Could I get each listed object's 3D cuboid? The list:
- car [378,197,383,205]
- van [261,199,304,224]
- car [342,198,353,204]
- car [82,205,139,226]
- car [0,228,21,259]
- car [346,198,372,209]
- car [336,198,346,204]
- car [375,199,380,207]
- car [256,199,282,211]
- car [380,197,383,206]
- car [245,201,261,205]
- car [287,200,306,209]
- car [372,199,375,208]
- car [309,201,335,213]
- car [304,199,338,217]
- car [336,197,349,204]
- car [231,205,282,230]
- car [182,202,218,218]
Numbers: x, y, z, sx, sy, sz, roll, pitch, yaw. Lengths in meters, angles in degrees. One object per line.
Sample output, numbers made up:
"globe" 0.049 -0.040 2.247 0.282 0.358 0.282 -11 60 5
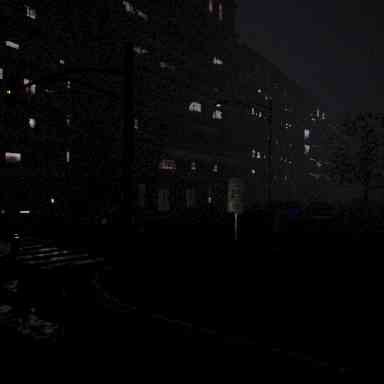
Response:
"car" 47.021 2.149 81.079 2.192 1.841 5.009 1 0 36
"van" 7.613 1.646 27.637 1.690 1.788 3.998 1 0 36
"car" 40.178 2.218 85.921 1.752 1.417 4.829 1 0 36
"car" -5.697 1.624 23.710 2.008 1.369 4.403 1 0 36
"car" -8.160 1.495 10.646 1.882 1.535 5.008 0 -1 36
"car" 27.317 1.890 54.358 2.192 1.841 5.009 1 0 36
"car" 33.710 2.174 77.151 1.947 1.339 4.313 1 0 36
"car" 33.882 2.102 63.265 1.967 1.590 4.097 1 0 36
"car" 10.724 1.741 45.977 1.967 1.590 4.097 1 0 36
"car" 37.166 2.250 67.717 1.887 1.381 4.507 1 0 36
"car" 7.439 1.838 41.524 1.802 1.307 4.206 1 0 36
"car" 17.290 1.972 54.884 1.802 1.307 4.206 1 0 36
"car" 30.597 2.201 58.811 1.802 1.307 4.206 1 0 36
"car" 18.070 1.982 46.183 2.033 1.411 5.357 1 0 36
"car" 14.180 1.836 36.544 1.967 1.590 4.097 1 0 36
"car" 36.996 2.091 81.605 1.967 1.590 4.097 1 0 36
"car" 4.326 1.826 23.183 1.947 1.339 4.313 1 0 36
"car" 0.871 1.710 32.616 1.887 1.381 4.507 1 0 36
